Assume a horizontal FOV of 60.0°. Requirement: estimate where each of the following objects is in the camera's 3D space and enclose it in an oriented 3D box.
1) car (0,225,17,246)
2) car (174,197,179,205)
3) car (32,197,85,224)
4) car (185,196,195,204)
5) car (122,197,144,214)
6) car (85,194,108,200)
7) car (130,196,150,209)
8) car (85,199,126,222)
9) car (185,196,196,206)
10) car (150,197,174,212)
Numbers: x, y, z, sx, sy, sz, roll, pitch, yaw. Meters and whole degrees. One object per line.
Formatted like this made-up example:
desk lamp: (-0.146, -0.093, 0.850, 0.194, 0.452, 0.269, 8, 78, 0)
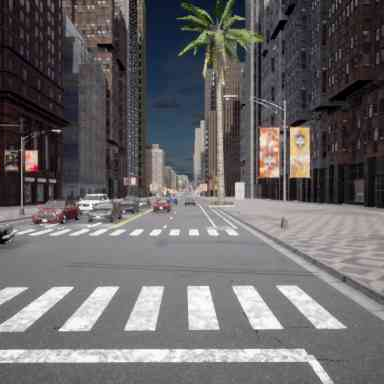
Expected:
car: (-9.314, 1.601, 12.529, 4.718, 1.301, 1.895, 0, 0, -20)
car: (-3.553, 1.575, 61.442, 1.812, 1.442, 4.674, 0, 0, 0)
car: (-9.987, 1.357, 24.770, 2.097, 1.767, 4.553, 0, 0, 0)
car: (-0.381, 1.539, 66.547, 1.882, 1.535, 5.008, 0, 0, 0)
car: (-6.802, 1.558, 35.850, 2.033, 1.411, 5.357, 0, 0, 0)
car: (-10.043, 1.231, 34.257, 2.150, 2.045, 5.566, 0, 0, 0)
car: (-6.852, 1.513, 46.146, 2.128, 1.511, 4.902, 0, 0, 0)
car: (-6.742, 1.531, 26.179, 1.812, 1.442, 4.674, 0, 0, 0)
car: (-0.321, 1.586, 56.124, 2.033, 1.411, 5.357, 0, 0, 0)
car: (-3.368, 1.538, 38.429, 1.812, 1.442, 4.674, 0, 0, 0)
